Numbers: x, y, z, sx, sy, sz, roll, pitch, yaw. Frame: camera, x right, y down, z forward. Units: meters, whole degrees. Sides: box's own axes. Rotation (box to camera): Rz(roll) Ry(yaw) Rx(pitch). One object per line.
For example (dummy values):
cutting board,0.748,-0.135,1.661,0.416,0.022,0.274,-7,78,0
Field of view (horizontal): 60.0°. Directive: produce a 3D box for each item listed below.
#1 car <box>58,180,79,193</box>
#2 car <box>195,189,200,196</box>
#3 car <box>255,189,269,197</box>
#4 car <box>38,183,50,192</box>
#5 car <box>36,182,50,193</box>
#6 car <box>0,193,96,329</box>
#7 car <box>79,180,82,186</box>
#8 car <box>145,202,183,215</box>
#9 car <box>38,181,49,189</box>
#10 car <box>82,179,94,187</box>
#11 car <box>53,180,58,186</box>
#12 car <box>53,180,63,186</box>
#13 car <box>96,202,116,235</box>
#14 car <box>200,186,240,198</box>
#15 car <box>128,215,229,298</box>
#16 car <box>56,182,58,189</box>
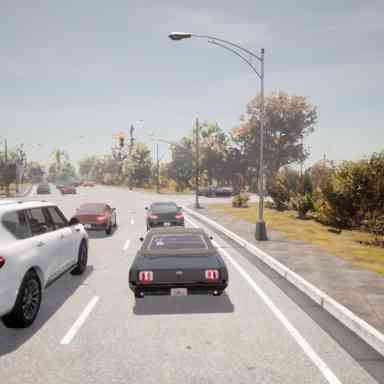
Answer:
car,-19.275,-0.643,51.803,2.097,1.767,4.553,-1,3,-23
car,2.840,-0.158,48.069,4.892,1.490,1.837,0,3,-22
car,11.997,0.045,51.694,4.181,1.385,1.994,2,2,-21
car,-26.767,-0.859,60.162,1.994,1.385,4.181,-1,3,-24
car,-23.028,-0.483,51.643,1.837,1.490,4.892,-1,3,-23
car,-3.808,1.174,6.948,2.150,2.045,5.566,0,1,-4
car,-28.995,-1.992,81.648,1.882,1.535,5.008,-1,3,-25
car,-1.461,1.219,17.376,1.812,1.442,4.674,0,2,-8
car,-31.039,-1.402,69.467,1.882,1.535,5.008,-1,3,-25
car,-25.984,-2.201,83.466,2.097,1.767,4.553,-1,3,-25
car,-27.306,-1.541,69.735,2.097,1.767,4.553,-1,3,-25
car,-33.968,-2.271,84.027,2.128,1.511,4.902,-1,3,-25
car,-4.896,1.247,16.780,1.812,1.442,4.674,0,2,-8
car,3.969,0.103,44.762,4.718,1.301,1.895,0,3,-22
car,-0.386,1.525,8.356,1.895,1.301,4.718,0,1,-4
car,-23.051,-0.834,60.422,1.895,1.301,4.718,-1,3,-24
